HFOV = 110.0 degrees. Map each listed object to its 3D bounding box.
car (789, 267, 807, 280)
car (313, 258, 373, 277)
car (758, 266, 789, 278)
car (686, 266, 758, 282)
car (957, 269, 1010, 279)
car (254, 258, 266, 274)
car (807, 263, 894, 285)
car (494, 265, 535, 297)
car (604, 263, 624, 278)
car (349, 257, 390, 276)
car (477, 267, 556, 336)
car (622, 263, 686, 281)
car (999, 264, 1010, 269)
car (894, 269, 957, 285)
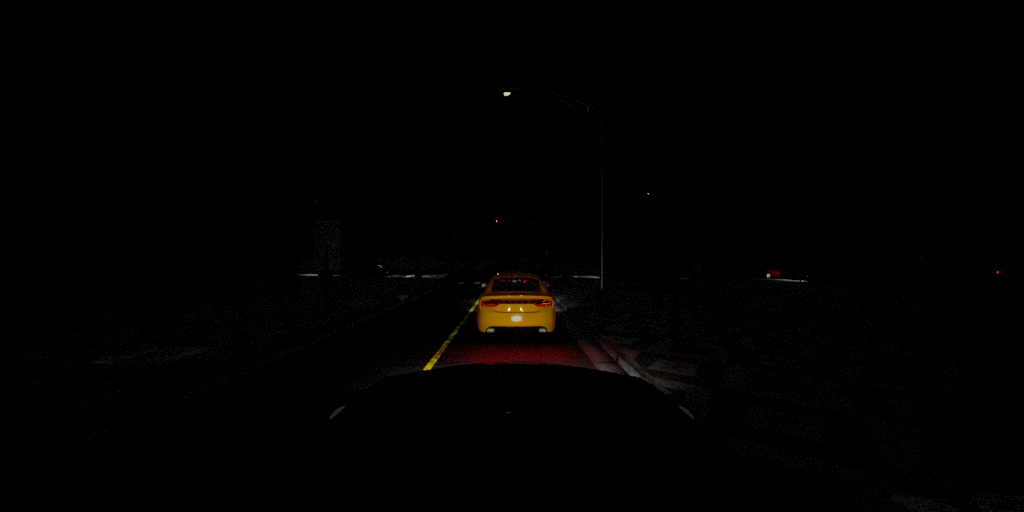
[{"bbox_3d":[31.890,1.773,36.768,4.892,1.490,1.837,1,0,0],"label":"car"},{"bbox_3d":[-14.760,1.116,30.863,4.403,1.370,2.007,0,0,0],"label":"car"},{"bbox_3d":[29.092,1.766,39.447,4.507,1.381,1.888,0,0,0],"label":"car"},{"bbox_3d":[17.960,1.571,30.932,4.829,1.417,1.751,0,0,0],"label":"car"},{"bbox_3d":[40.371,1.996,30.912,4.207,1.307,1.802,0,0,0],"label":"car"},{"bbox_3d":[-23.875,0.930,33.629,4.902,1.511,2.128,1,0,0],"label":"car"},{"bbox_3d":[29.077,1.540,30.922,5.009,1.841,2.192,0,0,0],"label":"car"},{"bbox_3d":[0.114,1.297,20.211,2.033,1.411,5.357,0,0,0],"label":"car"},{"bbox_3d":[11.907,1.456,36.794,4.892,1.490,1.837,1,0,0],"label":"car"},{"bbox_3d":[-13.877,0.928,33.575,4.553,1.767,2.097,1,0,1],"label":"car"},{"bbox_3d":[0.105,1.227,10.385,1.882,1.535,5.008,0,0,0],"label":"car"},{"bbox_3d":[12.147,1.524,30.936,4.313,1.339,1.948,0,0,0],"label":"car"},{"bbox_3d":[48.972,1.779,33.564,5.566,2.045,2.150,1,0,0],"label":"car"},{"bbox_3d":[34.720,1.864,30.917,4.507,1.381,1.888,0,0,0],"label":"car"}]
